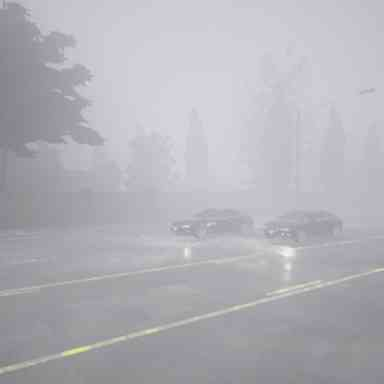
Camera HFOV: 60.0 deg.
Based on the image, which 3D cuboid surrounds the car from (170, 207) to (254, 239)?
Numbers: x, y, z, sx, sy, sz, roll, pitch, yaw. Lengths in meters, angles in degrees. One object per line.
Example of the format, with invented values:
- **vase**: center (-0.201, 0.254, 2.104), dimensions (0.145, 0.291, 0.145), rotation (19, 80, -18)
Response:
- **car**: center (1.155, 1.576, 17.723), dimensions (4.892, 1.490, 1.837), rotation (0, 0, -36)

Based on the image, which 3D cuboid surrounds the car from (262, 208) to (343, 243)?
- **car**: center (5.596, 1.595, 16.591), dimensions (4.892, 1.490, 1.837), rotation (0, 0, -36)
